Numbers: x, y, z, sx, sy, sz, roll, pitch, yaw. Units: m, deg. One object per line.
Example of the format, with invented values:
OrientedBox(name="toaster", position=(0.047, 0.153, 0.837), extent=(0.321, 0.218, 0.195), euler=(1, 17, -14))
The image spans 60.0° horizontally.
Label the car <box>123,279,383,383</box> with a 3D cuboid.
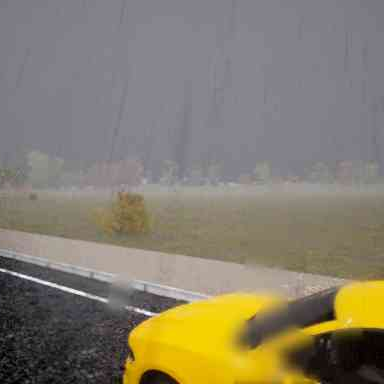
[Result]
OrientedBox(name="car", position=(1.621, 1.480, 2.552), extent=(5.008, 1.535, 1.882), euler=(0, 0, 36))
